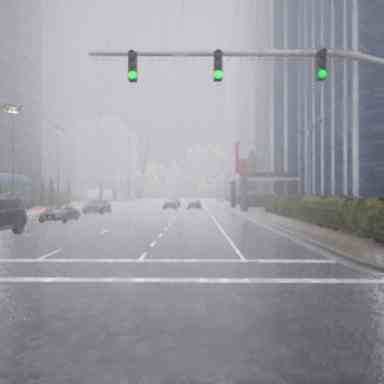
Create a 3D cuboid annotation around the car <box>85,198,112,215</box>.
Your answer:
[{"bbox_3d":[-10.340,1.508,36.658,2.097,1.767,4.553,0,0,0],"label":"car"}]

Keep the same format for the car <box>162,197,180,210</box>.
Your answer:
[{"bbox_3d":[-3.038,1.723,47.024,1.812,1.442,4.674,0,0,1],"label":"car"}]

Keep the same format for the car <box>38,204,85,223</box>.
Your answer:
[{"bbox_3d":[-10.452,1.677,26.451,1.994,1.385,4.181,0,0,0],"label":"car"}]

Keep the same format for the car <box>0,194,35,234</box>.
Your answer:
[{"bbox_3d":[-10.542,1.295,16.924,2.150,2.045,5.566,0,0,0],"label":"car"}]

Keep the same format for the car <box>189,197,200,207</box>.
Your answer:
[{"bbox_3d":[0.453,1.718,57.432,1.882,1.535,5.008,0,0,1],"label":"car"}]

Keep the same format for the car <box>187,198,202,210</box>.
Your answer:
[{"bbox_3d":[0.352,1.724,47.181,1.812,1.442,4.674,0,0,1],"label":"car"}]
